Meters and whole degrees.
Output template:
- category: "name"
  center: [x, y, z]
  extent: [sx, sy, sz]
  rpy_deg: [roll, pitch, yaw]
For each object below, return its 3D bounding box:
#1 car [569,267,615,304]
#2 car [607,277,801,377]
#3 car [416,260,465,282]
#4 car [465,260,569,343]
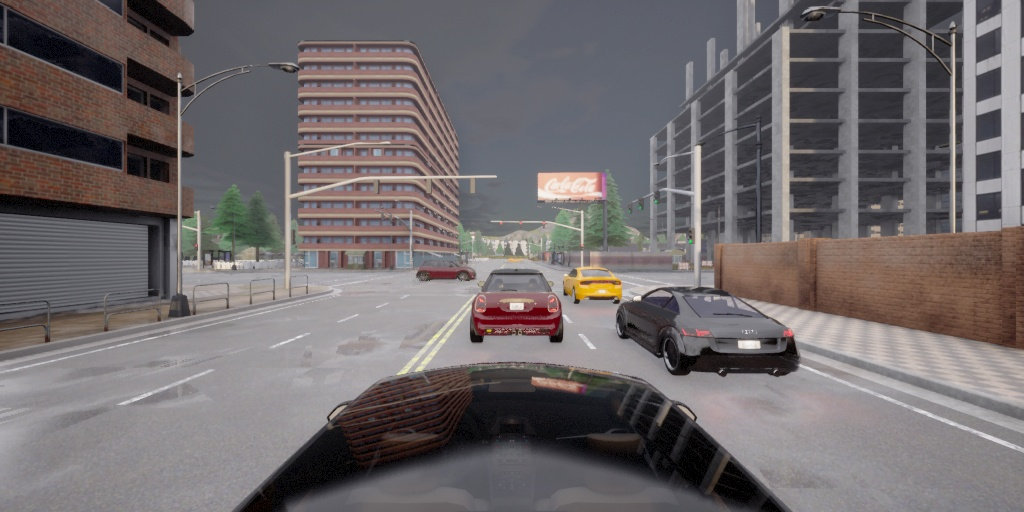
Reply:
- category: "car"
  center: [3.504, 1.228, 16.383]
  extent: [1.882, 1.535, 5.008]
  rpy_deg: [0, 0, 0]
- category: "car"
  center: [3.600, 1.314, 7.450]
  extent: [1.994, 1.385, 4.181]
  rpy_deg: [0, 0, 0]
- category: "car"
  center: [-5.079, 1.101, 28.082]
  extent: [4.553, 1.767, 2.097]
  rpy_deg: [0, 0, 0]
- category: "car"
  center: [0.103, 1.102, 9.855]
  extent: [2.097, 1.767, 4.553]
  rpy_deg: [0, 0, 0]
